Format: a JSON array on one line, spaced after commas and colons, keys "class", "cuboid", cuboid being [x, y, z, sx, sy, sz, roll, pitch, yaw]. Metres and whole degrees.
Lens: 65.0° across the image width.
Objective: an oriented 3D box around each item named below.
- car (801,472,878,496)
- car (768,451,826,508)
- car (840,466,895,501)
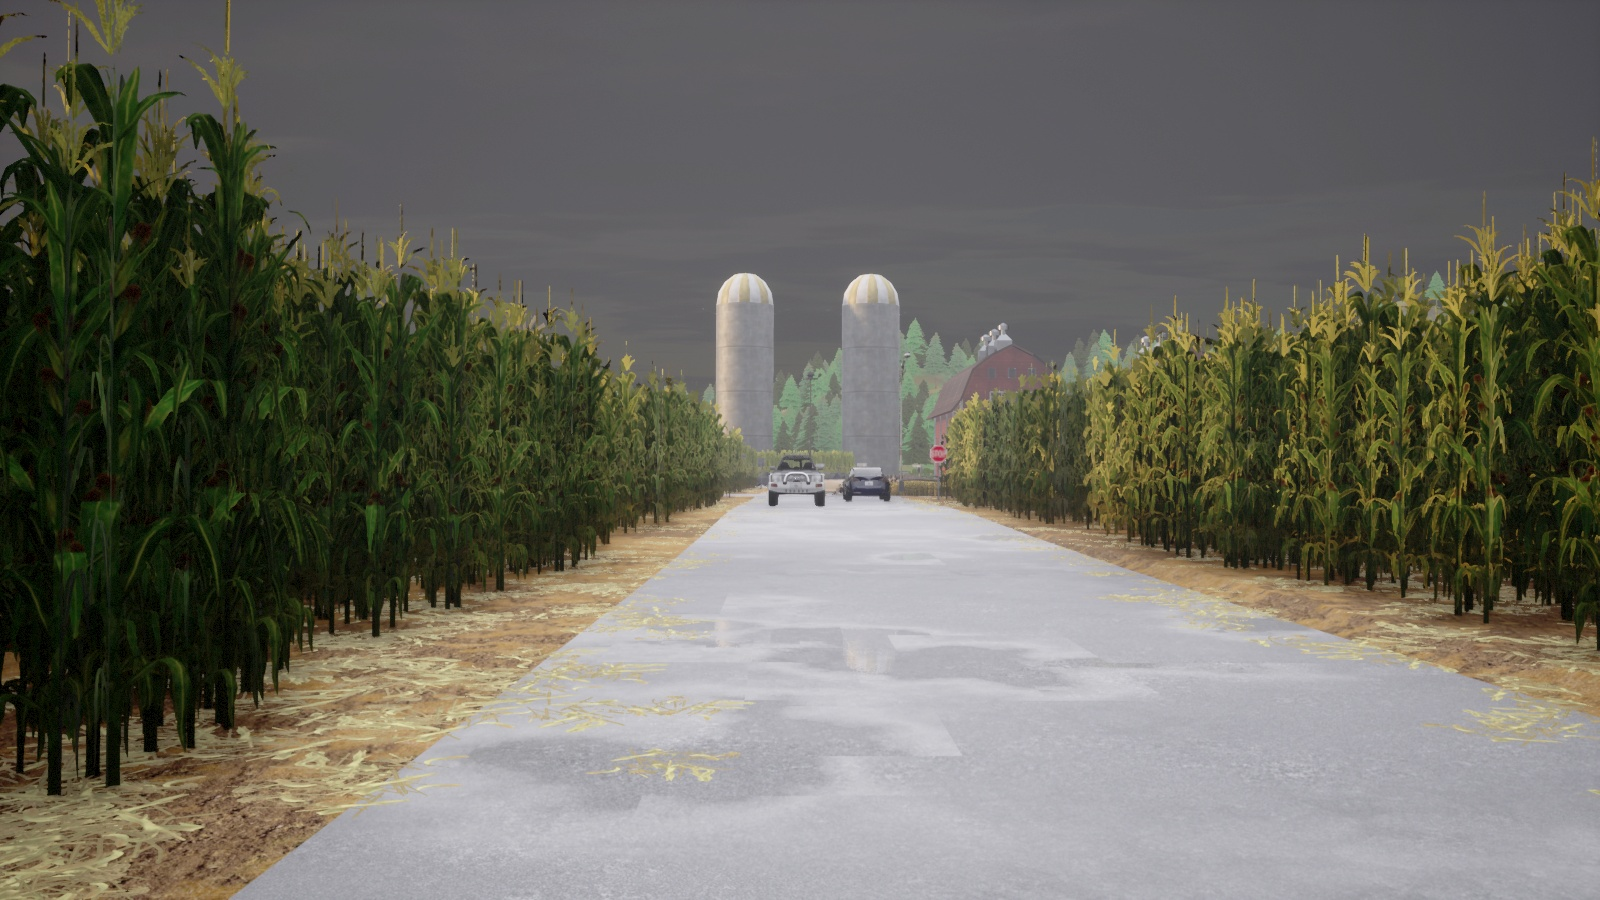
[{"class": "car", "cuboid": [2.156, 1.881, 70.035, 1.895, 1.301, 4.718, 1, -1, -35]}, {"class": "car", "cuboid": [-0.109, 1.032, 43.958, 1.932, 1.855, 4.605, 0, -1, 0]}, {"class": "car", "cuboid": [2.962, 1.484, 56.122, 2.163, 1.488, 4.792, 0, -1, 0]}]
